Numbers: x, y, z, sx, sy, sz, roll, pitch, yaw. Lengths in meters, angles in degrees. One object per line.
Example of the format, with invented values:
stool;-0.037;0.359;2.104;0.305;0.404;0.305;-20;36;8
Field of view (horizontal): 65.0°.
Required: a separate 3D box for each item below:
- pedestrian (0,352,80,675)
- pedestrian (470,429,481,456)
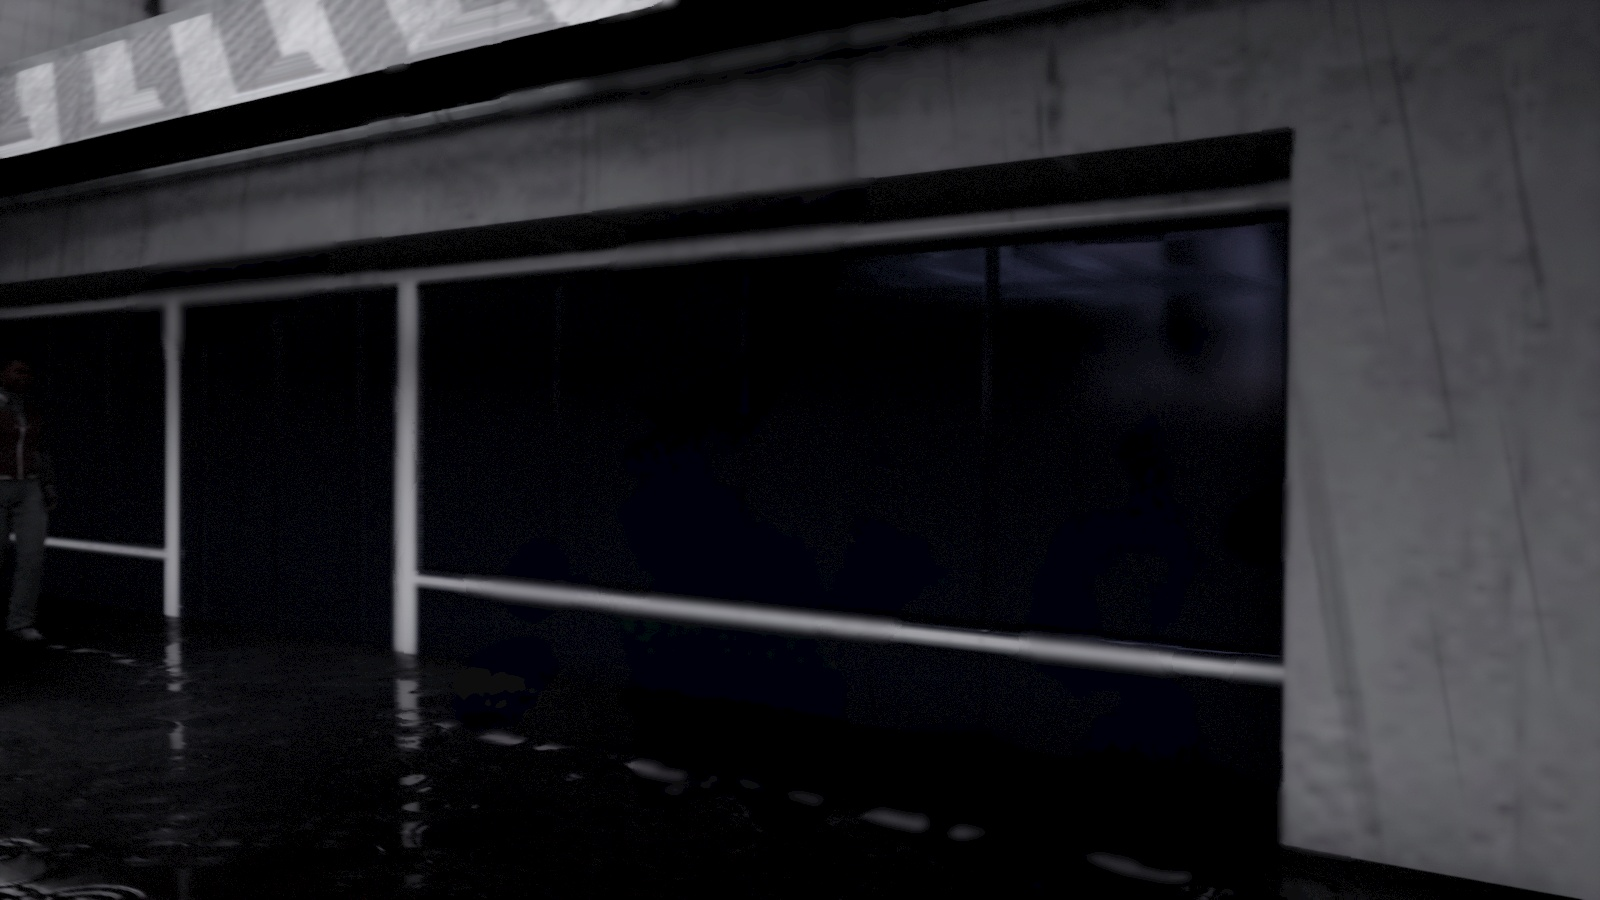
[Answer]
pedestrian;-4.894;0.379;7.831;0.666;1.930;0.402;0;1;31
pedestrian;-22.256;-0.537;86.148;0.354;1.836;0.706;0;1;31
